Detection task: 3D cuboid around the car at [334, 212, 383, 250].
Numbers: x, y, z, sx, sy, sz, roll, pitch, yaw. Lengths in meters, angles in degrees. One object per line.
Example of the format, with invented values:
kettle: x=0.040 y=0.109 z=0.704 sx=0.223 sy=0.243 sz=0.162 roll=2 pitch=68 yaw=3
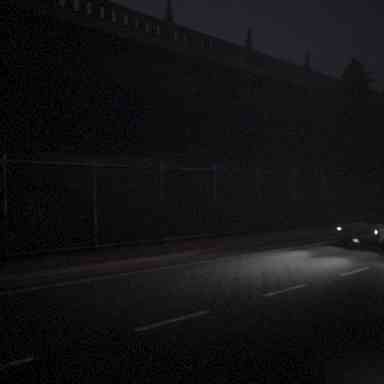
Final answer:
car: x=8.085 y=1.540 z=14.006 sx=4.718 sy=1.301 sz=1.895 roll=0 pitch=0 yaw=-35
